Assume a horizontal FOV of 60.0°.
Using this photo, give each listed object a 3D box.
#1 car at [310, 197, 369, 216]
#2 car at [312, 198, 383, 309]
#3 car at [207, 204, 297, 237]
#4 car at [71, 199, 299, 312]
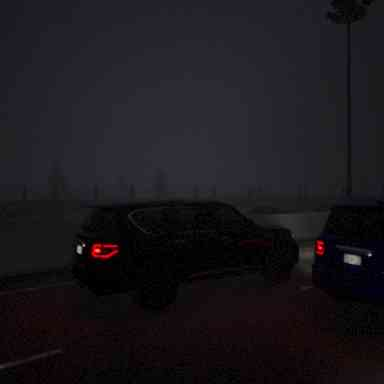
[{"bbox_3d":[13.498,1.284,30.430,5.008,1.535,1.882,0,0,-20],"label":"car"},{"bbox_3d":[4.902,1.169,6.780,5.566,2.045,2.150,0,0,-31],"label":"car"},{"bbox_3d":[3.311,1.436,18.116,4.674,1.442,1.812,0,0,-28],"label":"car"},{"bbox_3d":[0.069,1.190,7.894,5.566,2.045,2.150,0,0,-33],"label":"car"}]
